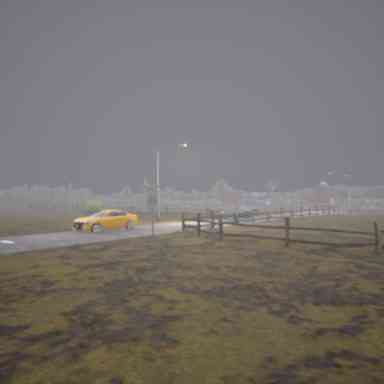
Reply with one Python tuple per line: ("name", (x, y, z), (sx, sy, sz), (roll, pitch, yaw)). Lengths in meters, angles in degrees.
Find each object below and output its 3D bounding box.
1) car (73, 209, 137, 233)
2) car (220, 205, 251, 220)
("car", (-6.112, 2.027, 23.823), (1.882, 1.535, 5.008), (-1, -2, 35))
("car", (5.210, 2.371, 39.684), (2.097, 1.767, 4.553), (-1, -2, 36))
